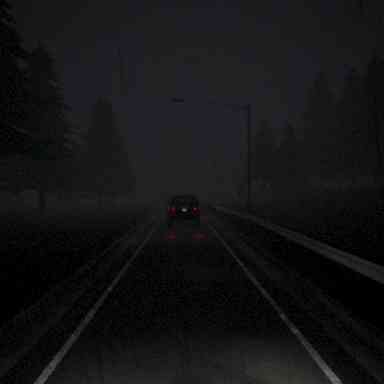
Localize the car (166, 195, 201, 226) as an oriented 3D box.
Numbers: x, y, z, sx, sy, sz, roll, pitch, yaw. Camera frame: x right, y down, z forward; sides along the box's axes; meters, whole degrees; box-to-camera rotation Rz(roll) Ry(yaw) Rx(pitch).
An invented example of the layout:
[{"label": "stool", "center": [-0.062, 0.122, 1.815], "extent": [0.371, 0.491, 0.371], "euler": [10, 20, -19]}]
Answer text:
[{"label": "car", "center": [-0.603, 1.205, 23.419], "extent": [2.150, 2.045, 5.566], "euler": [0, 0, -3]}]

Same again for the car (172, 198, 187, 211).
[{"label": "car", "center": [-1.607, 1.498, 42.056], "extent": [1.812, 1.442, 4.674], "euler": [0, 0, -3]}]
